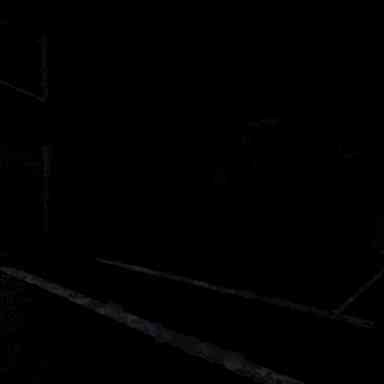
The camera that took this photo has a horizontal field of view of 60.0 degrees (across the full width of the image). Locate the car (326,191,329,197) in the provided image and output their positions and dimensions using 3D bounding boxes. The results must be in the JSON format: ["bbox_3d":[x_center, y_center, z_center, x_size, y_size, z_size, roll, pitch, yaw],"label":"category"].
[{"bbox_3d":[34.964,0.588,82.947,4.514,1.523,2.007,-1,0,40],"label":"car"}]

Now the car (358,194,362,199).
[{"bbox_3d":[32.810,0.728,68.459,3.806,1.475,1.970,-1,0,40],"label":"car"}]

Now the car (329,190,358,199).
[{"bbox_3d":[30.183,0.483,66.326,3.866,1.878,1.905,-1,0,40],"label":"car"}]
